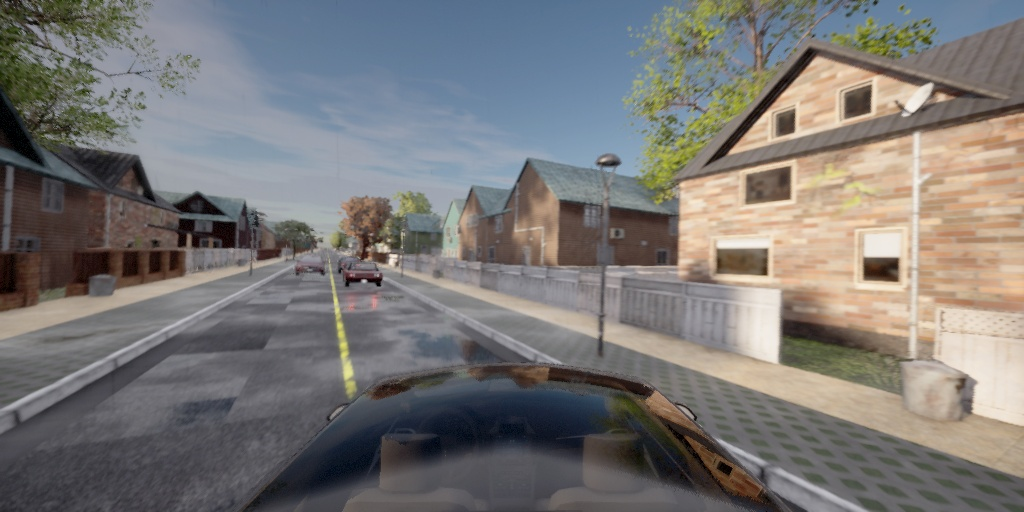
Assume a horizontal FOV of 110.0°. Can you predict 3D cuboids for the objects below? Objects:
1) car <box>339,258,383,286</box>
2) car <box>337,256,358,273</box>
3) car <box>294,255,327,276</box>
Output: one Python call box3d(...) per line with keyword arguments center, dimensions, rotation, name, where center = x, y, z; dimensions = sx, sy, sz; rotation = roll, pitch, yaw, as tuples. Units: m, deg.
box3d(center=(-8.742, 0.998, 20.839), dimensions=(1.895, 1.301, 4.718), rotation=(2, 0, -27), name="car")
box3d(center=(-14.164, 0.722, 31.292), dimensions=(2.033, 1.411, 5.357), rotation=(2, 0, -27), name="car")
box3d(center=(-14.898, 0.664, 26.665), dimensions=(1.812, 1.442, 4.674), rotation=(2, 0, -27), name="car")
